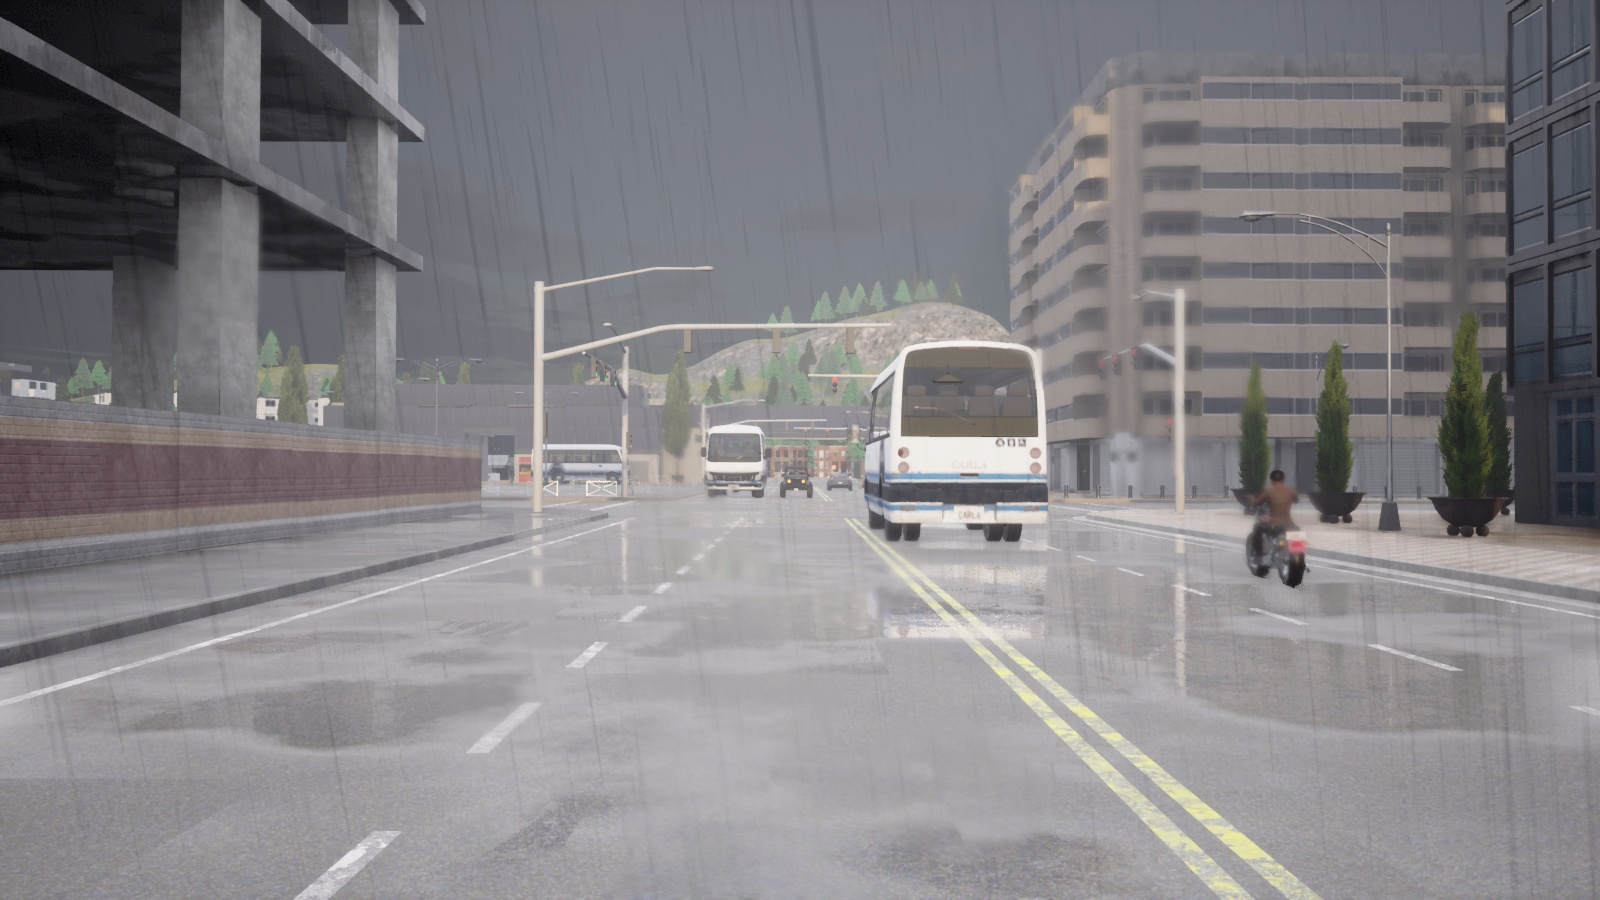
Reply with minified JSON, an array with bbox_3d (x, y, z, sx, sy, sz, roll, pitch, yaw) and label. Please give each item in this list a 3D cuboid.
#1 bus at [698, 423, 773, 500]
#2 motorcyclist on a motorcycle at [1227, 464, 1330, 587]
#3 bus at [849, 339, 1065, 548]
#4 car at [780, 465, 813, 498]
[{"bbox_3d":[-3.710,0.705,74.753,3.944,4.253,10.273,0,-1,0],"label":"bus"},{"bbox_3d":[6.816,1.040,18.027,0.766,1.649,2.350,-1,-1,6],"label":"motorcyclist on a motorcycle"},{"bbox_3d":[3.410,-0.060,30.771,3.944,4.253,10.273,0,-1,0],"label":"bus"},{"bbox_3d":[-0.204,1.853,74.108,1.905,1.878,3.866,0,-1,0],"label":"car"}]
